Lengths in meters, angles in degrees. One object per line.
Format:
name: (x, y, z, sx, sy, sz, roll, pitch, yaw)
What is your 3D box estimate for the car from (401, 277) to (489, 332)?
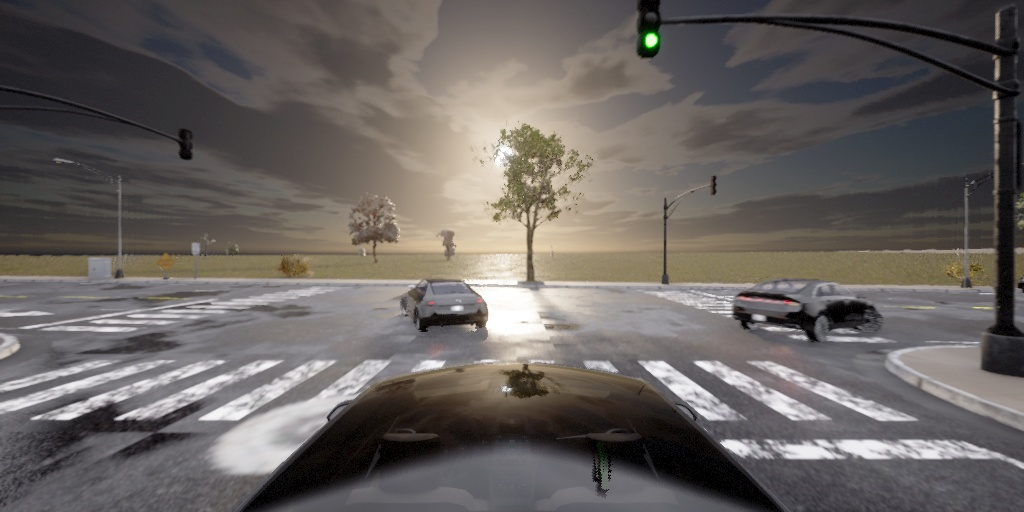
car: (-2.225, 1.353, 11.268, 1.994, 1.385, 4.181, 0, 0, -23)

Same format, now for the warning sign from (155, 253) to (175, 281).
warning sign: (-23.455, 0.693, 24.289, 1.060, 1.860, 1.300, 0, 0, 1)

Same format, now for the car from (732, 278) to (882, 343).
car: (8.408, 1.395, 10.227, 4.902, 1.511, 2.128, 1, 0, -28)

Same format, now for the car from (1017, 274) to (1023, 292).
car: (32.279, 1.301, 20.093, 5.566, 2.045, 2.150, 0, 0, 2)
